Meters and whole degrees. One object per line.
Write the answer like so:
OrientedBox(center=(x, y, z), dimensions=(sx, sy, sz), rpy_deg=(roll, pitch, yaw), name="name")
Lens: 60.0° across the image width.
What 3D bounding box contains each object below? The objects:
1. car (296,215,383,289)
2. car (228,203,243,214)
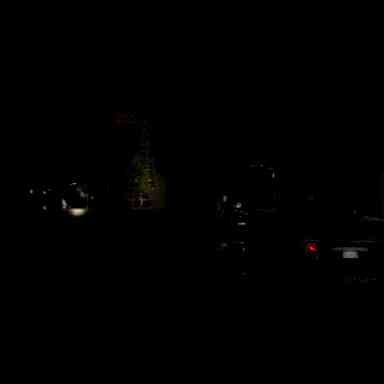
OrientedBox(center=(4.082, 1.412, 9.320), dimensions=(2.097, 1.767, 4.553), rpy_deg=(-2, -1, 17), name="car")
OrientedBox(center=(6.321, 2.321, 47.733), dimensions=(2.128, 1.511, 4.902), rpy_deg=(-2, -1, 6), name="car")
